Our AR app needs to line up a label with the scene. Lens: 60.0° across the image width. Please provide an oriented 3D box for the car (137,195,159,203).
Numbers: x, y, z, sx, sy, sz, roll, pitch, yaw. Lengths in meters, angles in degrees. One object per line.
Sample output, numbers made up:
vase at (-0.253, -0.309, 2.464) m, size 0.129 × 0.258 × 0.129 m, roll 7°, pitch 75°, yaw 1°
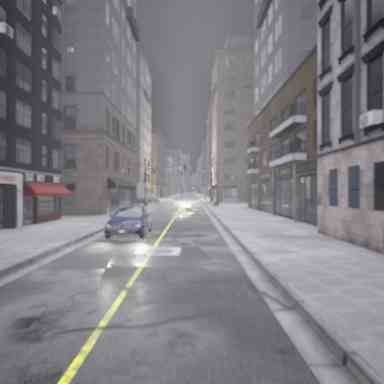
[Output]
car at (-8.067, 1.320, 56.401) m, size 4.902 × 1.511 × 2.128 m, roll 0°, pitch 0°, yaw 0°

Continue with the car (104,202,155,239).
car at (-3.103, 1.475, 17.039) m, size 1.812 × 1.442 × 4.674 m, roll 0°, pitch 0°, yaw 0°

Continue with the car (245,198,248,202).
car at (12.128, 1.235, 62.109) m, size 4.507 × 1.381 × 1.887 m, roll -1°, pitch 1°, yaw 0°
